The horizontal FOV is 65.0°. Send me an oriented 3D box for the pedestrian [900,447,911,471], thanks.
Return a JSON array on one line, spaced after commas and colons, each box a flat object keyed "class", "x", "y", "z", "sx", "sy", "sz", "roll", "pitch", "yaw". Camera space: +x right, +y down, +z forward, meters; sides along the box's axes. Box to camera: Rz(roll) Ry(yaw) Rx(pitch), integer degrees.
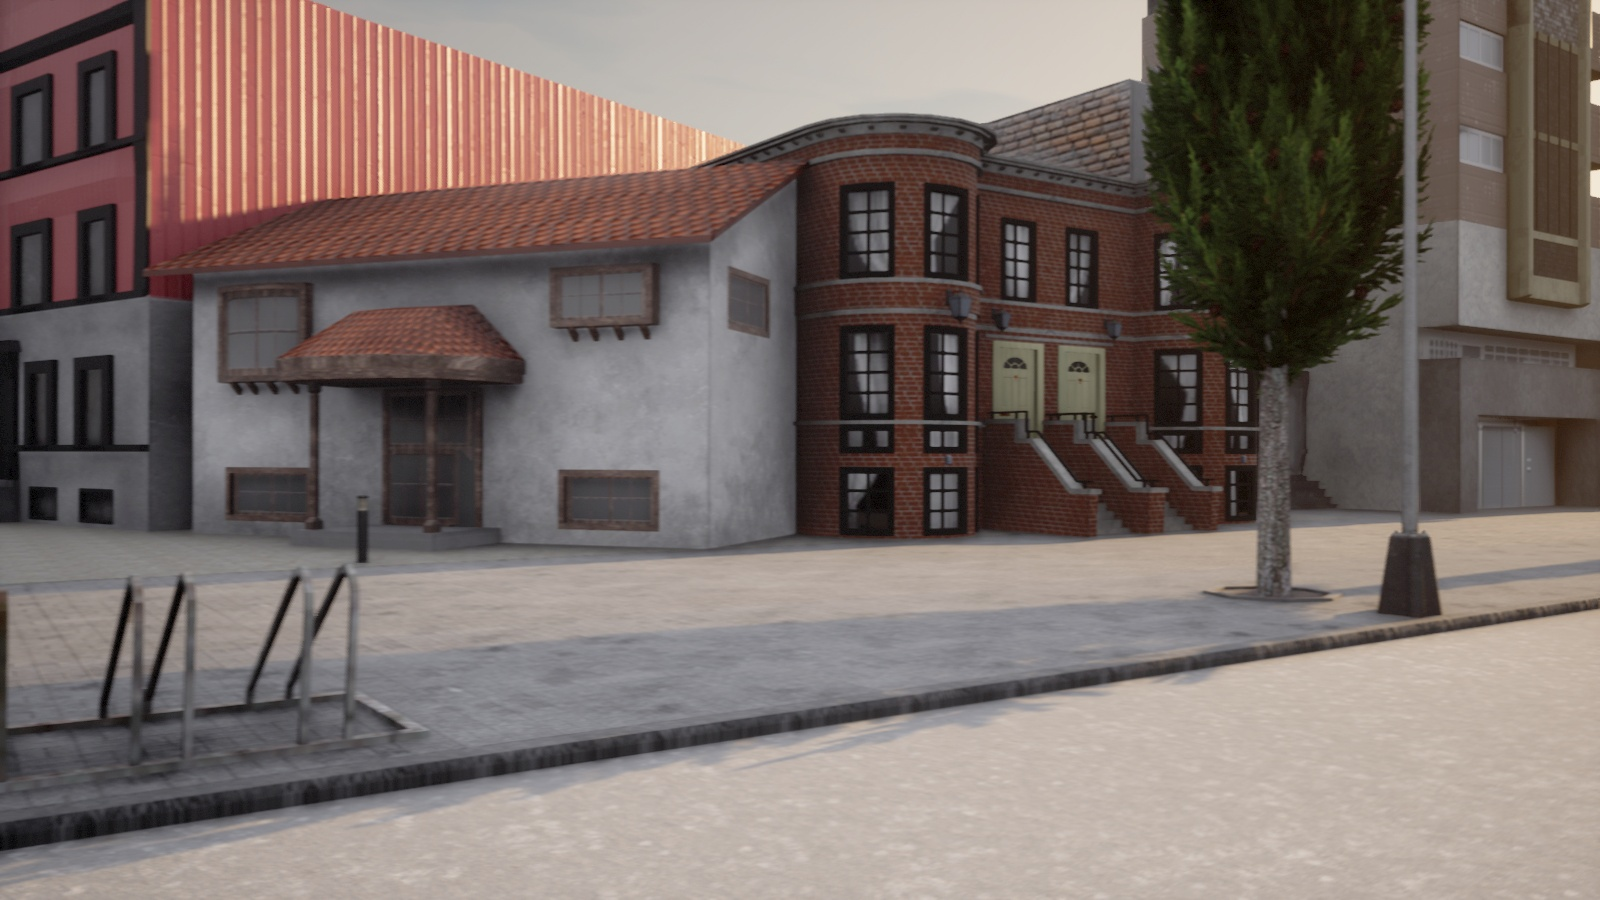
[{"class": "pedestrian", "x": 7.764, "y": 0.660, "z": 92.332, "sx": 0.328, "sy": 1.805, "sz": 0.869, "roll": 0, "pitch": 0, "yaw": -36}]
